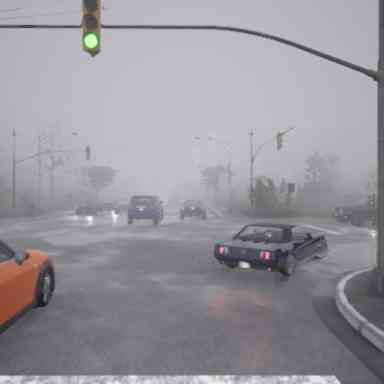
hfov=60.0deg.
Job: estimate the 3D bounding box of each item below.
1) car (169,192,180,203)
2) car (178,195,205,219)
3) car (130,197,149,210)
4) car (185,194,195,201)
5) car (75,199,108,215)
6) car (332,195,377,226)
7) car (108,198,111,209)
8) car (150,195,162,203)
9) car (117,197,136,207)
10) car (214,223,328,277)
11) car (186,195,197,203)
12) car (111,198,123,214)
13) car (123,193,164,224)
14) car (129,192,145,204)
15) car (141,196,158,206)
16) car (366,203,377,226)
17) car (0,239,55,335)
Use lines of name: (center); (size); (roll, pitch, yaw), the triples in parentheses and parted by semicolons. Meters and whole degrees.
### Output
car: (-3.577, 1.384, 66.414); (2.128, 1.511, 4.902); (0, 1, -1)
car: (0.072, 1.396, 29.416); (2.097, 1.767, 4.553); (0, 0, 0)
car: (-7.093, 1.540, 45.432); (1.882, 1.535, 5.008); (0, 0, 0)
car: (-0.476, 1.260, 76.773); (1.994, 1.385, 4.181); (0, 1, -5)
car: (-10.622, 1.653, 34.988); (1.895, 1.301, 4.718); (0, 0, 0)
car: (12.897, 1.257, 23.574); (5.566, 2.045, 2.150); (0, 0, -3)
car: (-10.598, 1.540, 44.351); (1.882, 1.535, 5.008); (0, 0, 0)
car: (-7.071, 1.403, 65.954); (1.837, 1.490, 4.892); (0, 1, -1)
car: (-10.558, 1.575, 54.195); (2.033, 1.411, 5.357); (0, 0, 0)
car: (2.710, 1.617, 10.458); (1.895, 1.301, 4.718); (0, 0, 37)
car: (-0.075, 1.386, 66.353); (2.128, 1.511, 4.902); (0, 1, -1)
car: (-7.123, 1.580, 36.220); (1.812, 1.442, 4.674); (0, 0, 0)
car: (-3.425, 1.259, 25.135); (2.150, 2.045, 5.566); (0, 0, 0)
car: (-10.570, 1.140, 64.562); (2.150, 2.045, 5.566); (0, 1, 0)
car: (-7.052, 1.510, 55.529); (2.128, 1.511, 4.902); (0, 0, 0)
car: (13.848, 1.578, 20.123); (5.357, 1.411, 2.033); (0, 0, -3)
car: (-3.759, 1.360, 5.024); (2.097, 1.767, 4.553); (0, 0, -4)
